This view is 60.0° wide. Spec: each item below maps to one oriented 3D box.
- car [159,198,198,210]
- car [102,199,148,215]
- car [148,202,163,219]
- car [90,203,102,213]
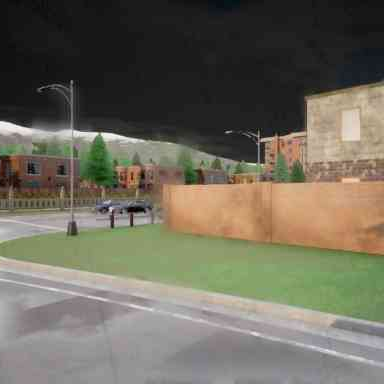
[{"bbox_3d":[-1.670,1.548,43.608,2.033,1.411,5.357,0,0,41],"label":"car"},{"bbox_3d":[-6.077,1.492,33.343,2.128,1.511,4.902,0,0,41],"label":"car"},{"bbox_3d":[-0.900,1.547,28.629,2.033,1.411,5.357,0,0,41],"label":"car"},{"bbox_3d":[-8.637,1.526,35.702,1.812,1.442,4.674,0,0,41],"label":"car"}]
